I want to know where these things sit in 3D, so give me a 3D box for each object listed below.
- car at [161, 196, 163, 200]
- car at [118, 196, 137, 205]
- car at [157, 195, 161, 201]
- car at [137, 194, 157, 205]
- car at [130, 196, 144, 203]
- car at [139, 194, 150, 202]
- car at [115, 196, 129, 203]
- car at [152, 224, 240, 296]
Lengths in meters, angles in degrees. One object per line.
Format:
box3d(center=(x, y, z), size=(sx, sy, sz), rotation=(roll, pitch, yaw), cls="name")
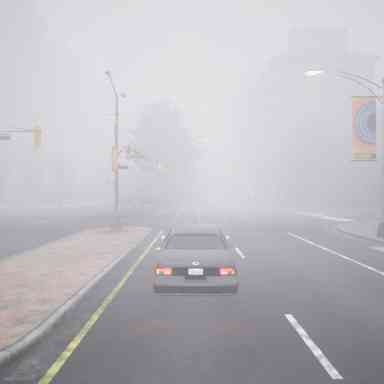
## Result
box3d(center=(-7.882, 1.500, 77.791), size=(1.837, 1.490, 4.892), rotation=(0, 0, 0), cls="car")
box3d(center=(-11.478, 1.491, 59.629), size=(2.128, 1.511, 4.902), rotation=(0, 0, 0), cls="car")
box3d(center=(-7.916, 1.526, 67.462), size=(1.812, 1.442, 4.674), rotation=(0, 0, 1), cls="car")
box3d(center=(-7.983, 1.564, 58.944), size=(1.994, 1.385, 4.181), rotation=(0, 0, 1), cls="car")
box3d(center=(-11.395, 1.525, 69.551), size=(2.128, 1.511, 4.902), rotation=(0, 0, 0), cls="car")
box3d(center=(-11.379, 1.355, 79.562), size=(2.097, 1.767, 4.553), rotation=(0, 0, 0), cls="car")
box3d(center=(-14.644, 1.595, 69.433), size=(1.895, 1.301, 4.718), rotation=(0, 0, 0), cls="car")
box3d(center=(0.087, 1.547, 8.782), size=(2.033, 1.411, 5.357), rotation=(0, 0, 0), cls="car")
